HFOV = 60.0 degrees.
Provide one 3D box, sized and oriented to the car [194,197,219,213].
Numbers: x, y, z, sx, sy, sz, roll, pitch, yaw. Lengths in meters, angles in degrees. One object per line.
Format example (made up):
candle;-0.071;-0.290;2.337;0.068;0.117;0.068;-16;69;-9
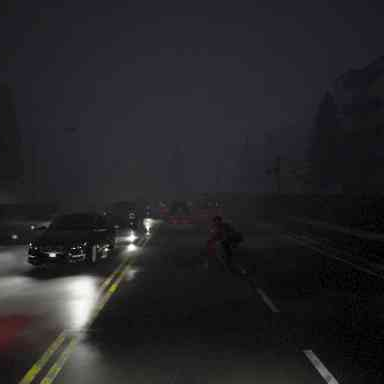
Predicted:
car;1.555;1.352;37.753;2.097;1.767;4.553;0;0;-9

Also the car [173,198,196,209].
car;-1.098;1.564;47.529;1.994;1.385;4.181;0;0;-22

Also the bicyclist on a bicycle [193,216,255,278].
bicyclist on a bicycle;0.829;1.453;8.681;1.656;1.620;0.582;-1;0;-2

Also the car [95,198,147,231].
car;-4.258;1.352;20.715;2.097;1.767;4.553;0;0;-2

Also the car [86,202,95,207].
car;-8.076;1.564;28.657;1.994;1.385;4.181;0;0;-3

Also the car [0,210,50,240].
car;-7.600;1.601;16.333;1.895;1.301;4.718;0;0;-2

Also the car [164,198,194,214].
car;-1.435;1.492;34.790;2.128;1.511;4.902;0;0;-7

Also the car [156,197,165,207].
car;-4.854;1.505;47.238;1.837;1.490;4.892;0;0;-22

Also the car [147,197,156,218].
car;-4.681;1.352;30.411;2.097;1.767;4.553;0;0;-4

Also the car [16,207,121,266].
car;-3.946;1.505;11.657;1.837;1.490;4.892;0;0;-2

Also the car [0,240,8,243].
car;-3.597;1.492;2.382;2.128;1.511;4.902;0;0;-4
